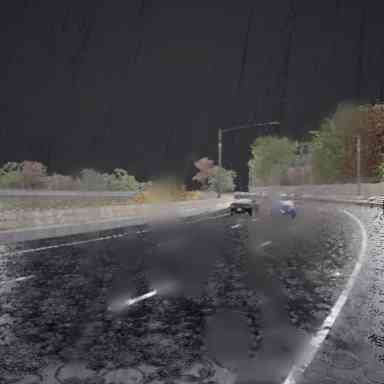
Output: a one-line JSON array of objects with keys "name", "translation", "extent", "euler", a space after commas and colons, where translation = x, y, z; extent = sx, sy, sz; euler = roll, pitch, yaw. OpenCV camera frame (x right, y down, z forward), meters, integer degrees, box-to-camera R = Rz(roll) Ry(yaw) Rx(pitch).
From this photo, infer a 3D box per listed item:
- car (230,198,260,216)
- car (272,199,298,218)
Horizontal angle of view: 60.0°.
[{"name": "car", "translation": [4.838, 1.276, 29.785], "extent": [1.882, 1.535, 5.008], "euler": [0, 0, 22]}, {"name": "car", "translation": [7.899, 1.341, 28.030], "extent": [1.812, 1.442, 4.674], "euler": [0, 0, 22]}]
